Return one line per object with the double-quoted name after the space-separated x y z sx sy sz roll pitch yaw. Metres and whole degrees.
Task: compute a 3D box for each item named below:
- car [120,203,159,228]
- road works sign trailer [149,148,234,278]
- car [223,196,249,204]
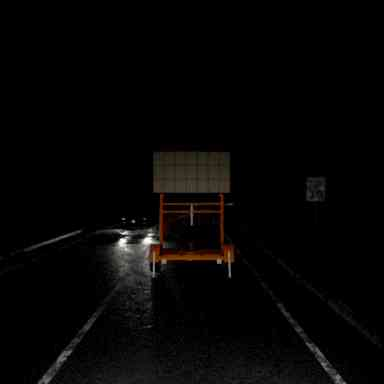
-3.375 1.511 22.090 1.837 1.490 4.892 0 0 2 "car"
-0.009 0.467 10.123 2.380 3.560 2.880 0 0 0 "road works sign trailer"
8.169 1.371 60.844 5.357 1.411 2.033 -1 0 -41 "car"
